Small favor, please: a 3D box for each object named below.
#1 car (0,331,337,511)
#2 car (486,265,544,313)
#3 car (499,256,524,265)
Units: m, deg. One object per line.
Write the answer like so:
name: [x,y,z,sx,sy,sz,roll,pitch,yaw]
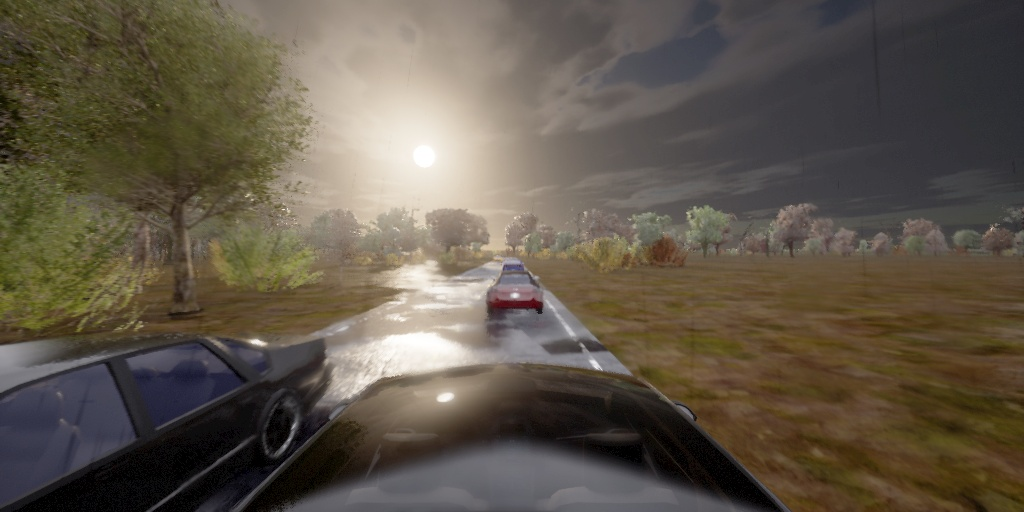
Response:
car: [-3.099,1.295,2.123,2.033,1.411,5.357,0,0,0]
car: [0.103,1.232,13.579,1.994,1.385,4.181,0,0,0]
car: [0.105,1.007,32.317,1.882,1.535,5.008,0,0,0]
